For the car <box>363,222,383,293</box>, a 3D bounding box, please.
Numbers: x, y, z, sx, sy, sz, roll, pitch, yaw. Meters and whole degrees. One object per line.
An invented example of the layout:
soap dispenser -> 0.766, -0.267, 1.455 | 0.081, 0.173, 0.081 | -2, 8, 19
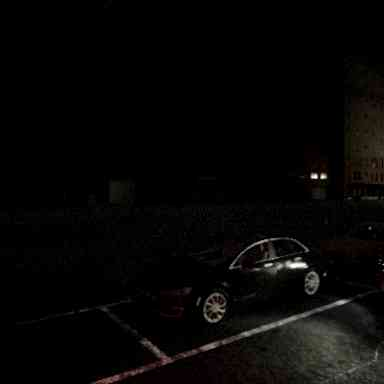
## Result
car -> 6.052, 1.461, 7.279 | 5.008, 1.535, 1.882 | 0, 0, -35

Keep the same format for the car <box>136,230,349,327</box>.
car -> 1.006, 1.530, 6.857 | 4.403, 1.369, 2.008 | 0, 0, -35

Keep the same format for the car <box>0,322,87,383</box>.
car -> -2.795, 1.485, 1.120 | 4.902, 1.511, 2.128 | 0, 0, -35

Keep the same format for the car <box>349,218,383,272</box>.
car -> 5.528, 1.499, 10.005 | 4.829, 1.417, 1.752 | 0, 0, -35
